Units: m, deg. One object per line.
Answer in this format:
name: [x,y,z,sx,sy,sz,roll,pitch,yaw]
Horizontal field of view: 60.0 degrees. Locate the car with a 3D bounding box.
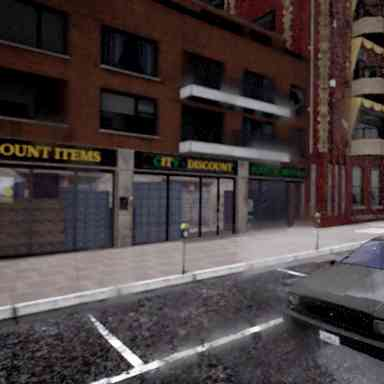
car: [3.960,1.490,5.878,5.357,1.411,2.033,-1,0,-35]
